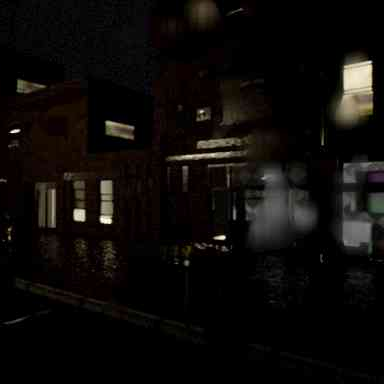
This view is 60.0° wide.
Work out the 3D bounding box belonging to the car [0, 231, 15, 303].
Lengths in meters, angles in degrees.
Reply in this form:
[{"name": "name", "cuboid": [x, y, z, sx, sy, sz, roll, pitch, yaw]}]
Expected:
[{"name": "car", "cuboid": [-5.663, 1.393, 6.892, 5.009, 1.841, 2.192, -1, 1, 35]}]
